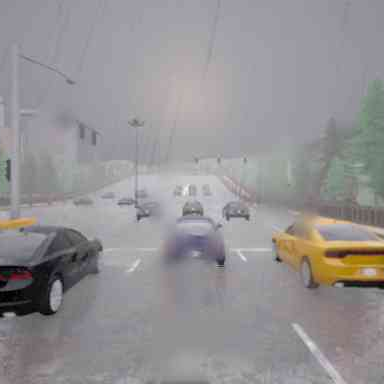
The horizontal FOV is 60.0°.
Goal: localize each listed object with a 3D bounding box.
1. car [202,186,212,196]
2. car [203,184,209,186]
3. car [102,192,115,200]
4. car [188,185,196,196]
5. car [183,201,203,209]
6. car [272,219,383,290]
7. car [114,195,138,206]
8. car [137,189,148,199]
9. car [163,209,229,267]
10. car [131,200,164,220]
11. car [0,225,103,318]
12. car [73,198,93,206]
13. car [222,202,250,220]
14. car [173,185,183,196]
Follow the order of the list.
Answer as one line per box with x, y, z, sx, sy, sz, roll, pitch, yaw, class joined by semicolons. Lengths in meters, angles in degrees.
3.572;0.060;77.414;1.895;1.301;4.718;0;7;0;car
3.625;-1.328;87.393;2.033;1.411;5.357;0;7;0;car
-17.470;0.742;69.614;1.837;1.490;4.892;0;4;0;car
0.069;0.051;76.981;2.033;1.411;5.357;0;7;0;car
0.089;1.571;33.199;1.994;1.385;4.181;0;0;0;car
3.579;1.480;9.157;1.882;1.535;5.008;0;-1;0;car
-10.569;1.535;53.374;2.033;1.411;5.357;0;1;0;car
-10.473;0.500;69.167;2.150;2.045;5.566;0;4;0;car
0.082;1.528;11.334;1.812;1.442;4.674;0;0;0;car
-3.411;1.553;27.800;2.033;1.411;5.357;0;0;0;car
-3.435;1.479;7.546;1.882;1.535;5.008;0;0;-1;car
-17.563;1.585;53.763;1.895;1.301;4.718;0;1;0;car
3.589;1.553;27.806;2.033;1.411;5.357;0;0;0;car
-3.428;-0.031;77.411;1.837;1.490;4.892;0;7;0;car
